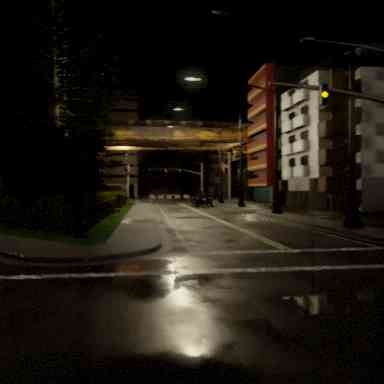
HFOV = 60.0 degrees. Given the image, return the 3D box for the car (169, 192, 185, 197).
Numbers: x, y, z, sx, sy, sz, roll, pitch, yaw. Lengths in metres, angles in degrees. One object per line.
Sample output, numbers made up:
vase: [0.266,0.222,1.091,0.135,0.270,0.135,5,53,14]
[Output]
car: [-3.568,0.559,78.132,1.853,1.218,4.536,-1,1,-28]

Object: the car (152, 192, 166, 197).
car: [-7.692,0.595,77.864,1.853,1.218,4.536,0,1,17]

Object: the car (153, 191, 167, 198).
car: [-7.705,0.753,77.816,2.038,1.542,4.974,0,1,17]

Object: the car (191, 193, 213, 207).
car: [1.162,0.932,41.505,2.097,1.767,4.553,-1,1,-8]

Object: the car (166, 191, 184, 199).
car: [-3.542,0.716,78.088,2.038,1.542,4.974,-1,1,-28]
